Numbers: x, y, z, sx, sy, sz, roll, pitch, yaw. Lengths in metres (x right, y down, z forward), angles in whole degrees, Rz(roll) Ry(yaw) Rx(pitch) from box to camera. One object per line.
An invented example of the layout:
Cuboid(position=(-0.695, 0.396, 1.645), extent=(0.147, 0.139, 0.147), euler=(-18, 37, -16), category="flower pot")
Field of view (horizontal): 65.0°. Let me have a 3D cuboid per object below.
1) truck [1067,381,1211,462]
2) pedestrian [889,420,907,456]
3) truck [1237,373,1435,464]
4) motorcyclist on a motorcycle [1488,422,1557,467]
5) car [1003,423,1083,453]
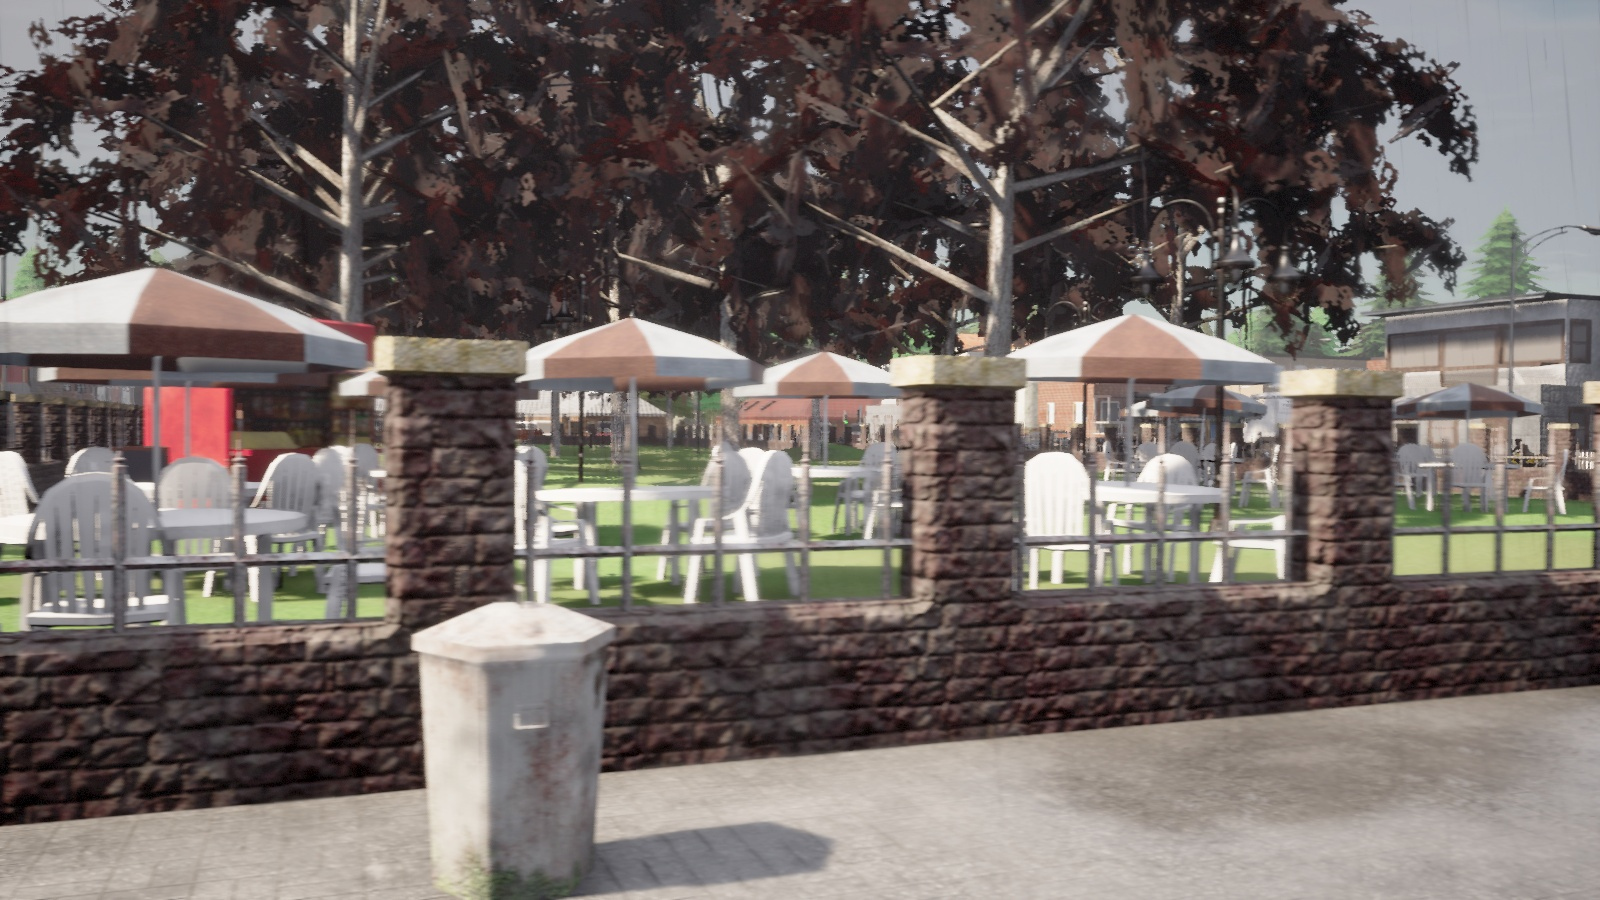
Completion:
Cuboid(position=(15.500, -1.298, 58.171), extent=(2.891, 3.462, 7.936), euler=(-1, 1, -14), category="truck")
Cuboid(position=(5.400, -0.681, 69.470), extent=(0.659, 1.952, 0.873), euler=(-1, 1, -21), category="pedestrian")
Cuboid(position=(21.980, -1.269, 52.063), extent=(2.891, 3.462, 7.936), euler=(-1, 1, -20), category="truck")
Cuboid(position=(25.144, -0.204, 43.760), extent=(0.797, 1.523, 2.044), euler=(-1, 1, -21), category="motorcyclist on a motorcycle")
Cuboid(position=(14.285, -0.711, 73.688), extent=(4.611, 1.667, 2.242), euler=(-2, 1, -43), category="car")
